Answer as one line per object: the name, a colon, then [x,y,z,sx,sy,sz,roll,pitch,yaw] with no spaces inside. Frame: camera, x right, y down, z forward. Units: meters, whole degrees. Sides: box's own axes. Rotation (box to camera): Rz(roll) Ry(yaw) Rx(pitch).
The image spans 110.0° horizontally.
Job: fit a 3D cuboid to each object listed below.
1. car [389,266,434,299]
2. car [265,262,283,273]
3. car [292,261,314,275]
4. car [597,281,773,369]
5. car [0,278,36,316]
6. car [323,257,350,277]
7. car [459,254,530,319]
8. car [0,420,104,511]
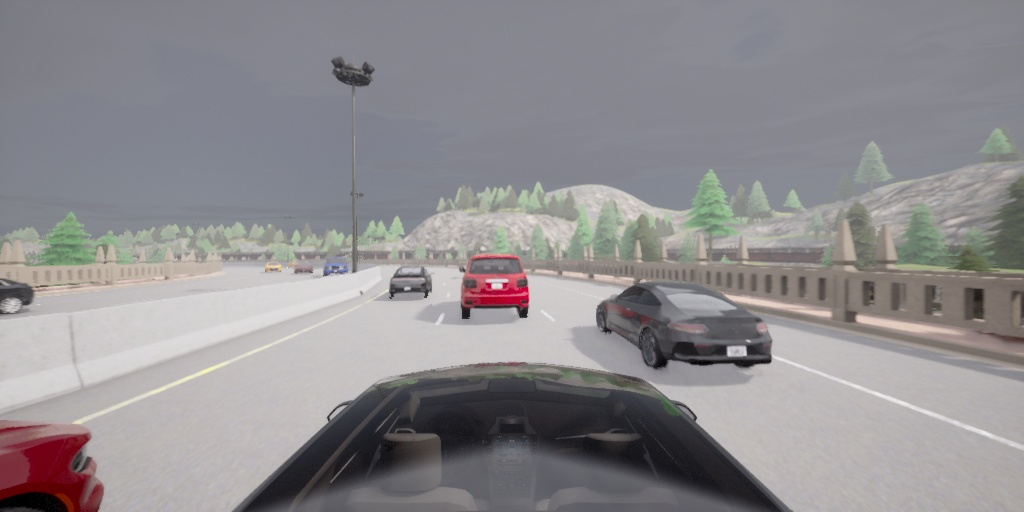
car: [-5.130,1.267,18.558,2.128,1.511,4.902,0,0,-10]
car: [-33.407,1.566,50.255,1.882,1.535,5.008,0,0,-35]
car: [-25.105,1.456,43.405,1.882,1.535,5.008,0,-1,-29]
car: [3.243,1.256,7.656,1.812,1.442,4.674,0,0,-3]
car: [-18.322,1.350,11.117,1.837,1.490,4.892,0,0,-7]
car: [-18.221,1.119,37.311,2.150,2.045,5.566,0,0,-24]
car: [-0.735,0.971,13.114,2.150,2.045,5.566,0,0,-6]
car: [-3.545,1.244,0.149,1.882,1.535,5.008,0,0,1]
